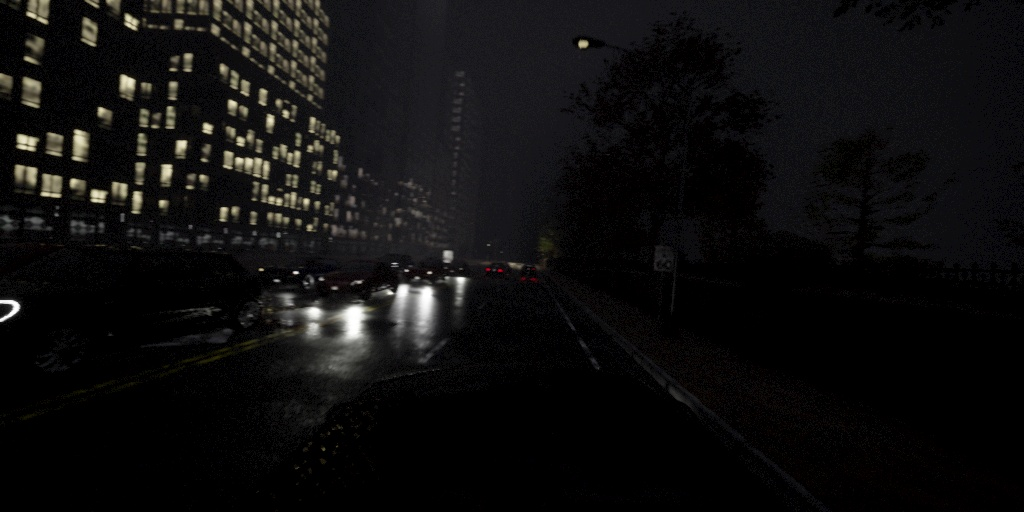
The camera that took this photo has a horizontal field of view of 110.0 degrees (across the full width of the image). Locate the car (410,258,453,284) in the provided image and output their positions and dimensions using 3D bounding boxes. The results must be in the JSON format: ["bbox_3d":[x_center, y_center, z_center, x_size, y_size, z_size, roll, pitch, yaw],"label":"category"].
[{"bbox_3d":[-5.639,1.056,24.037,1.895,1.301,4.718,5,0,3],"label":"car"}]

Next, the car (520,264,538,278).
[{"bbox_3d":[1.981,1.706,42.720,2.128,1.511,4.902,5,0,3],"label":"car"}]

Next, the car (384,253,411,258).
[{"bbox_3d":[-8.730,0.573,26.571,2.097,1.767,4.553,5,0,3],"label":"car"}]

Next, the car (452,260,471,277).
[{"bbox_3d":[-5.112,1.097,33.899,1.812,1.442,4.674,5,0,3],"label":"car"}]

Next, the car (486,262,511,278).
[{"bbox_3d":[-1.584,1.431,37.270,2.033,1.411,5.357,5,0,3],"label":"car"}]

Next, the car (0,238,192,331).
[{"bbox_3d":[-9.718,0.475,7.207,1.882,1.535,5.008,5,0,2],"label":"car"}]

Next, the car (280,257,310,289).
[{"bbox_3d":[-9.264,0.705,16.523,1.895,1.301,4.718,5,0,3],"label":"car"}]

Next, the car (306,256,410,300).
[{"bbox_3d":[-6.095,0.876,14.919,1.812,1.442,4.674,5,0,3],"label":"car"}]

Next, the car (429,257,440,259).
[{"bbox_3d":[-8.184,0.835,36.928,2.128,1.511,4.902,5,0,3],"label":"car"}]

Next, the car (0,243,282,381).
[{"bbox_3d":[-6.530,0.599,5.940,2.097,1.767,4.553,5,0,3],"label":"car"}]
